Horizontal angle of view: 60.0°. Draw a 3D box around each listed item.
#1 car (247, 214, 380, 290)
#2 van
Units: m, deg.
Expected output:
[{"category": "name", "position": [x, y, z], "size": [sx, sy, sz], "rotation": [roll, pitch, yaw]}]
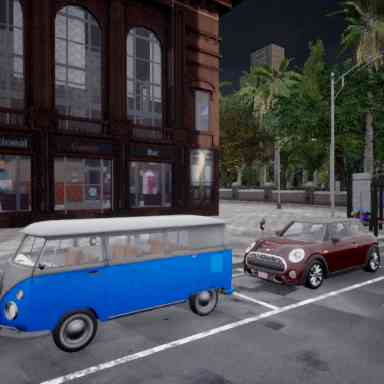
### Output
[{"category": "car", "position": [3.287, 1.439, 9.040], "size": [4.097, 1.590, 1.967], "rotation": [0, 0, -36]}, {"category": "van", "position": [-1.114, 1.341, 5.866], "size": [3.998, 1.788, 1.690], "rotation": [0, 0, -36]}]
